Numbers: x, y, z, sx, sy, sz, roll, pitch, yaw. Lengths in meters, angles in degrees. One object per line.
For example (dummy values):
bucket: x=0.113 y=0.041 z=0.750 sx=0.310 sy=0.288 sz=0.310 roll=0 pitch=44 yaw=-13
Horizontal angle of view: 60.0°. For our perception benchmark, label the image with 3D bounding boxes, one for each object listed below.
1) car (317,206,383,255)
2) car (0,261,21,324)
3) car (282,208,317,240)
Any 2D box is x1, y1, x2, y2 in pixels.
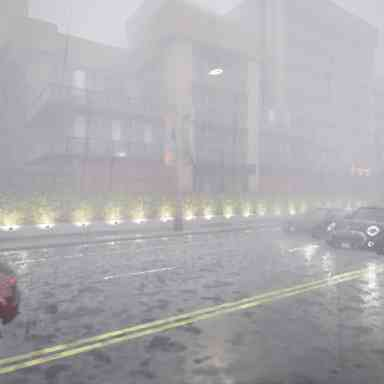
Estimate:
car: x=7.416 y=1.351 z=13.336 sx=4.553 sy=1.767 sz=2.097 roll=0 pitch=0 yaw=-34
car: x=-4.859 y=1.564 z=4.878 sx=4.181 sy=1.385 sz=1.994 roll=0 pitch=0 yaw=-34
car: x=6.700 y=1.525 z=17.092 sx=4.674 sy=1.442 sz=1.812 roll=0 pitch=0 yaw=-34
